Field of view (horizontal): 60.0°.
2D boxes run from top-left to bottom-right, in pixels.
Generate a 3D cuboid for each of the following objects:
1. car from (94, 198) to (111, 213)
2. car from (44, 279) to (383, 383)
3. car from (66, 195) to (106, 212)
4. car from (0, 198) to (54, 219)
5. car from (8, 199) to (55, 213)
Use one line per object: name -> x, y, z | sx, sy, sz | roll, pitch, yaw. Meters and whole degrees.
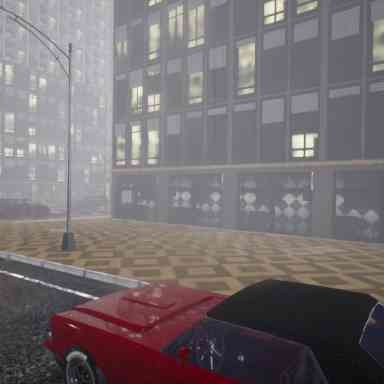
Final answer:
car -> -8.949, 1.828, 39.957 | 1.752, 1.417, 4.829 | 1, 0, 37
car -> 0.625, 1.600, 3.241 | 4.718, 1.301, 1.895 | 0, 0, 36
car -> -13.551, 1.433, 43.448 | 2.150, 2.045, 5.566 | 1, 0, 36
car -> -15.766, 1.517, 30.760 | 2.192, 1.841, 5.009 | 1, 0, 37
car -> -19.244, 1.641, 40.143 | 1.752, 1.417, 4.829 | 1, 0, 37
